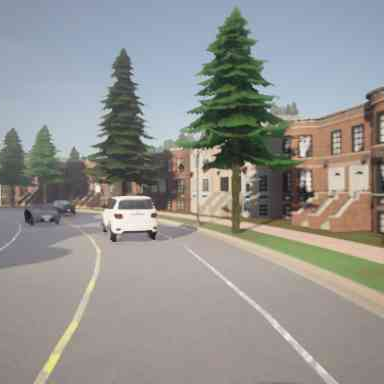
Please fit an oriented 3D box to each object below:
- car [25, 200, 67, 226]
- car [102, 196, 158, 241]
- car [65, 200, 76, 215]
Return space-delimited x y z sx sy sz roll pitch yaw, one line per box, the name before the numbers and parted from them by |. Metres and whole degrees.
car | -10.714 1.520 23.700 2.128 1.511 4.902 0 0 -32
car | -3.306 1.218 17.060 2.150 2.045 5.566 0 0 -20
car | -13.140 1.553 33.118 1.812 1.442 4.674 0 0 -41
